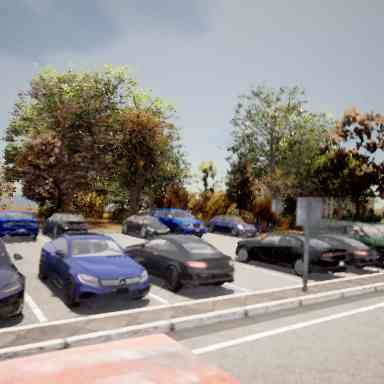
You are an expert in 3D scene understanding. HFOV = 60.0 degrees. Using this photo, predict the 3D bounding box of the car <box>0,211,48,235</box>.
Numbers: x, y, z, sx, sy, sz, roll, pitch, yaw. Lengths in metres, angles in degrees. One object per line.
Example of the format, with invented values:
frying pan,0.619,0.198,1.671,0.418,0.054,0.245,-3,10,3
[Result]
car,-10.269,1.842,19.288,2.097,1.535,5.008,5,-3,-36

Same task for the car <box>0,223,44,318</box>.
car,-5.123,1.677,7.472,2.163,1.488,4.792,5,-3,-36

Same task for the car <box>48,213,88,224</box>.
car,-7.986,2.046,20.937,2.231,1.521,4.892,5,-3,-36

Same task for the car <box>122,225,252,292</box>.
car,-0.568,2.093,10.792,2.002,1.452,4.674,5,-3,-36

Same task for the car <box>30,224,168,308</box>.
car,-2.857,1.890,9.147,2.002,1.452,4.674,5,-3,-36

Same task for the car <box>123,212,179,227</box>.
car,-3.427,2.450,24.245,2.231,1.521,4.892,5,-3,-36

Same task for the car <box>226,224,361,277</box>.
car,4.006,2.457,14.090,2.097,1.535,5.008,5,-3,-36

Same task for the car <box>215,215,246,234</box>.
car,3.480,2.914,29.145,2.185,1.767,4.553,6,-3,-36

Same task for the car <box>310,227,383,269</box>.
car,6.289,2.697,15.741,2.002,1.452,4.674,5,-3,-36

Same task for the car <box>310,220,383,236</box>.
car,8.606,2.605,17.381,2.435,2.045,5.566,5,-3,-36

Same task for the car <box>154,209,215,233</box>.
car,-1.209,2.389,25.804,2.435,2.045,5.566,5,-3,-36
